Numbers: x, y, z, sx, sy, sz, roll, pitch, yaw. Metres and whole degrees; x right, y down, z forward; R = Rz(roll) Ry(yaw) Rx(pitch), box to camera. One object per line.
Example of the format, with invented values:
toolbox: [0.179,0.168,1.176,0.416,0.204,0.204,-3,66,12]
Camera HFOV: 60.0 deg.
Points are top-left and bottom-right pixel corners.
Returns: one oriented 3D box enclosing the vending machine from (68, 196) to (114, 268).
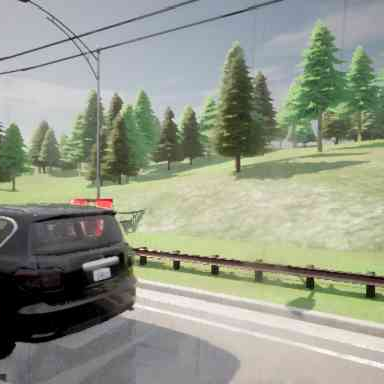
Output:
vending machine: [-3.180,1.195,10.516,0.880,2.100,1.100,0,0,30]

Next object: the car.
car: [-3.540,1.222,5.968,5.566,2.045,2.150,0,0,31]
